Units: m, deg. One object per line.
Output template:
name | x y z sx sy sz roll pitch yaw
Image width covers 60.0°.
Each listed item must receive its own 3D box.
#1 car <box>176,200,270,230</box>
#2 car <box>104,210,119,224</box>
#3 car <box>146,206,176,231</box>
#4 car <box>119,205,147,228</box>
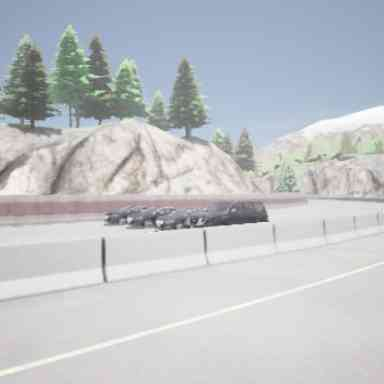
car | 2.113 1.487 18.884 5.566 2.045 2.150 0 -1 -40
car | -4.681 1.823 26.886 4.902 1.511 2.128 0 -1 -40
car | -0.136 1.742 21.563 4.902 1.511 2.128 0 -1 -40
car | -2.408 1.777 24.225 4.902 1.511 2.128 0 -1 -40
